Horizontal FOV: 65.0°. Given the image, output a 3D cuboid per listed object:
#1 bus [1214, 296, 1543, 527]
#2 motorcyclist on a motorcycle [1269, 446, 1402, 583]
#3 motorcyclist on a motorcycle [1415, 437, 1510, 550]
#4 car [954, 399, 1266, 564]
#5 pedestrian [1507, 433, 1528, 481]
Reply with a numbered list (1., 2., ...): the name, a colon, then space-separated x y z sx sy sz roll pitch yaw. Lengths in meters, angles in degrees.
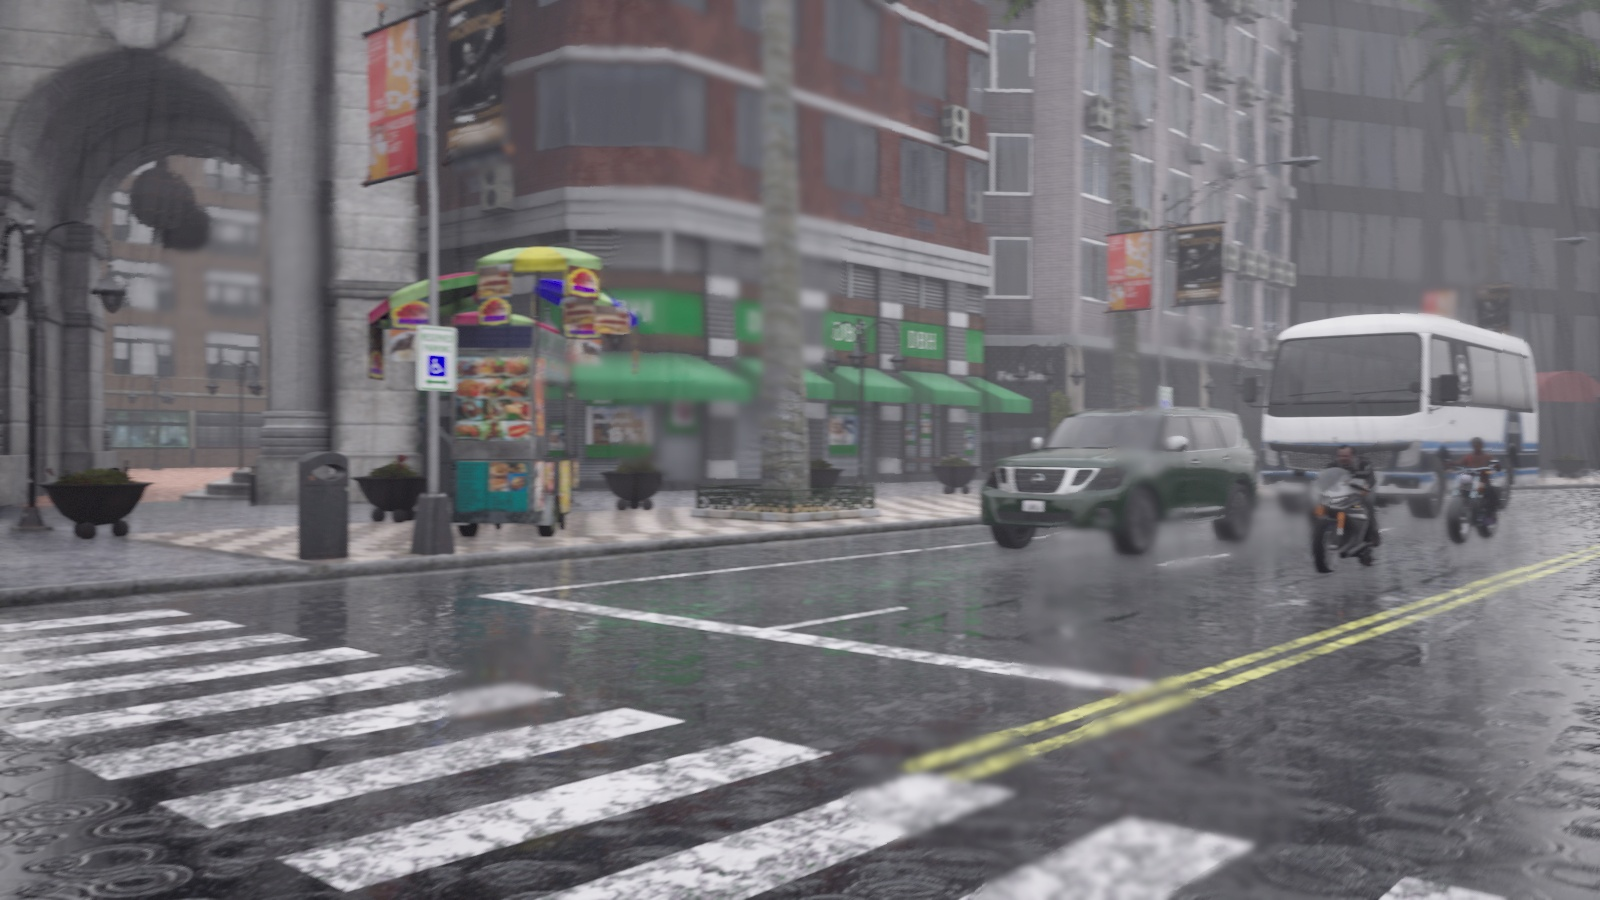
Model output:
1. bus: 13.374 -0.728 28.303 3.944 4.253 10.273 1 0 41
2. motorcyclist on a motorcycle: 6.515 0.725 15.214 0.866 1.530 2.191 1 1 40
3. motorcyclist on a motorcycle: 10.316 0.635 19.507 0.766 1.649 2.350 1 1 41
4. car: 4.729 0.381 18.447 2.150 2.045 5.566 1 0 41
5. pedestrian: 27.815 0.259 48.662 0.706 1.836 0.354 0 0 -25
